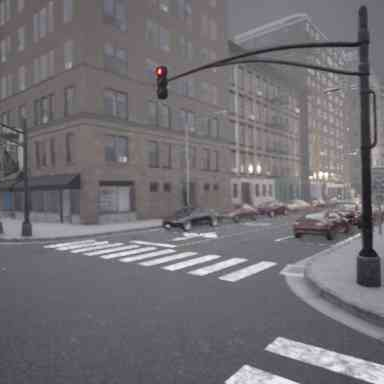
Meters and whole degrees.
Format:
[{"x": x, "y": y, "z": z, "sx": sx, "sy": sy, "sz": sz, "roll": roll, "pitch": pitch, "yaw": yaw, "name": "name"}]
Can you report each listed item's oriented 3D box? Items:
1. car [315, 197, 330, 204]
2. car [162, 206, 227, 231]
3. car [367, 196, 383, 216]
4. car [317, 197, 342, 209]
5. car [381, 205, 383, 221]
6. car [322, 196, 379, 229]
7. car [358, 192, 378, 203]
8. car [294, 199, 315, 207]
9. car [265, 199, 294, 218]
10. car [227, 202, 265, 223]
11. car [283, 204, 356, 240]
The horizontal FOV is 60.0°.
[{"x": 13.997, "y": 1.402, "z": 38.019, "sx": 1.802, "sy": 1.307, "sz": 4.206, "roll": -1, "pitch": 0, "yaw": 39, "name": "car"}, {"x": -0.008, "y": 1.591, "z": 20.959, "sx": 1.947, "sy": 1.339, "sz": 4.313, "roll": -1, "pitch": 0, "yaw": 39, "name": "car"}, {"x": 16.696, "y": 1.168, "z": 28.665, "sx": 1.967, "sy": 1.590, "sz": 4.097, "roll": -1, "pitch": 0, "yaw": 39, "name": "car"}, {"x": 17.498, "y": 1.353, "z": 42.284, "sx": 1.802, "sy": 1.307, "sz": 4.206, "roll": -1, "pitch": 0, "yaw": 39, "name": "car"}, {"x": 13.304, "y": 1.303, "z": 24.530, "sx": 1.752, "sy": 1.417, "sz": 4.829, "roll": -1, "pitch": 0, "yaw": 39, "name": "car"}, {"x": 9.693, "y": 1.271, "z": 20.134, "sx": 1.967, "sy": 1.590, "sz": 4.097, "roll": -1, "pitch": 0, "yaw": 39, "name": "car"}, {"x": 31.498, "y": 0.896, "z": 59.344, "sx": 2.192, "sy": 1.841, "sz": 5.009, "roll": -1, "pitch": 0, "yaw": 39, "name": "car"}, {"x": 10.387, "y": 1.397, "z": 33.622, "sx": 1.752, "sy": 1.417, "sz": 4.829, "roll": -1, "pitch": 0, "yaw": 39, "name": "car"}, {"x": 6.994, "y": 1.467, "z": 29.489, "sx": 1.887, "sy": 1.381, "sz": 4.507, "roll": -1, "pitch": 0, "yaw": 39, "name": "car"}, {"x": 3.494, "y": 1.556, "z": 25.224, "sx": 1.802, "sy": 1.307, "sz": 4.206, "roll": -1, "pitch": 0, "yaw": 39, "name": "car"}, {"x": 6.194, "y": 1.465, "z": 15.868, "sx": 1.802, "sy": 1.307, "sz": 4.206, "roll": -1, "pitch": 0, "yaw": 39, "name": "car"}]
